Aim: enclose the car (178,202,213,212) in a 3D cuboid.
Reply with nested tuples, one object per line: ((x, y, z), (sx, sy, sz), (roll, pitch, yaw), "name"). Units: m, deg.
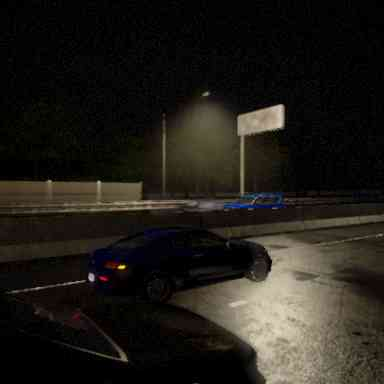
((1.862, 1.545, 26.853), (5.357, 1.411, 2.033), (0, 0, -36), "car")

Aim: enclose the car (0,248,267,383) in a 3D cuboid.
((-1.896, 1.548, 2.398), (5.357, 1.411, 2.033), (0, 0, -35), "car")

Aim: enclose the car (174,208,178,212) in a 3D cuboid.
((0.484, 1.562, 30.174), (4.181, 1.385, 1.994), (0, 0, -36), "car")

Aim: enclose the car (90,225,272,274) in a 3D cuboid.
((-0.131, 1.525, 7.957), (4.674, 1.442, 1.812), (0, 0, -36), "car")

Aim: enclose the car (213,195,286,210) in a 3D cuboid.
((4.570, 1.221, 24.491), (5.566, 2.045, 2.150), (0, 0, -36), "car")
